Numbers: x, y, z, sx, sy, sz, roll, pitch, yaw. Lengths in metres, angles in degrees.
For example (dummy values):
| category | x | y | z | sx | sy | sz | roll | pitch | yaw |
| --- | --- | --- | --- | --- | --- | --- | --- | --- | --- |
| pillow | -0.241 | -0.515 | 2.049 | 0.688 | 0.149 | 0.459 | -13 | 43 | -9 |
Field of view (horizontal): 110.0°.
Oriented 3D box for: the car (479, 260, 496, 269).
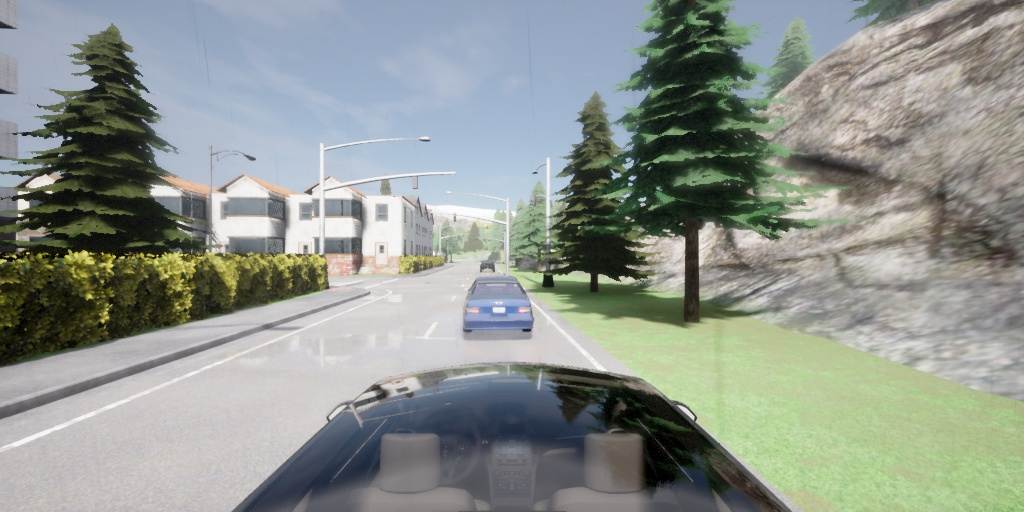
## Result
| category | x | y | z | sx | sy | sz | roll | pitch | yaw |
| --- | --- | --- | --- | --- | --- | --- | --- | --- | --- |
| car | -3.105 | 1.255 | 45.274 | 1.837 | 1.490 | 4.892 | 0 | 0 | -4 |

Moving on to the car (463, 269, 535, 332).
| category | x | y | z | sx | sy | sz | roll | pitch | yaw |
| --- | --- | --- | --- | --- | --- | --- | --- | --- | --- |
| car | -0.478 | 1.297 | 10.802 | 2.033 | 1.411 | 5.357 | 0 | 0 | -4 |
